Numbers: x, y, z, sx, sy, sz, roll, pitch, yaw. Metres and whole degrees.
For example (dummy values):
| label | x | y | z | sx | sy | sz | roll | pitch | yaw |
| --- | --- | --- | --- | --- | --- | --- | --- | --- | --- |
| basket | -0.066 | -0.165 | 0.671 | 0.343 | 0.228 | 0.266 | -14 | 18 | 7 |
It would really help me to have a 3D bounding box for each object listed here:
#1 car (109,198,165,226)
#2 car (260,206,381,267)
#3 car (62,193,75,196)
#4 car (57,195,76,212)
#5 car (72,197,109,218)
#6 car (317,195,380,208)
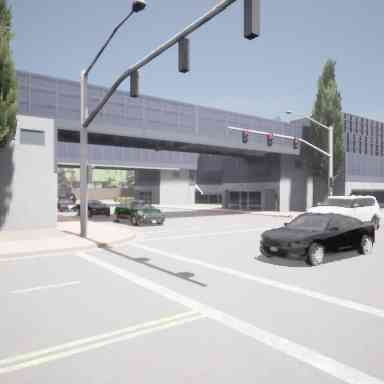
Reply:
| label | x | y | z | sx | sy | sz | roll | pitch | yaw |
| --- | --- | --- | --- | --- | --- | --- | --- | --- | --- |
| car | -3.795 | 1.352 | 23.535 | 2.097 | 1.767 | 4.553 | 0 | 0 | -36 |
| car | 4.502 | 1.477 | 11.681 | 5.008 | 1.535 | 1.882 | 0 | 0 | -37 |
| car | -23.692 | 1.221 | 63.071 | 2.150 | 2.045 | 5.566 | 0 | 0 | -36 |
| car | -14.826 | 1.492 | 38.692 | 2.128 | 1.511 | 4.902 | 0 | 0 | -36 |
| car | -9.245 | 1.478 | 31.020 | 1.882 | 1.535 | 5.008 | 0 | 0 | -36 |
| car | 8.819 | 1.223 | 19.273 | 5.566 | 2.045 | 2.150 | 0 | 0 | -37 |
